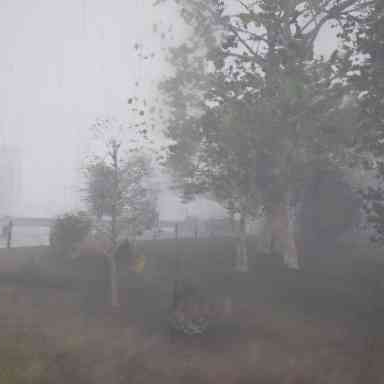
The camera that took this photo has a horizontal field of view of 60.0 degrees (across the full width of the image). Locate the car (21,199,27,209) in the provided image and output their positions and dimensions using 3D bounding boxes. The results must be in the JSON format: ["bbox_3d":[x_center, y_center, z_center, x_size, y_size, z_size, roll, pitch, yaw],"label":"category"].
[{"bbox_3d":[-36.011,2.848,75.307,2.185,1.767,4.553,1,1,18],"label":"car"}]

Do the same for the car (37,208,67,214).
[{"bbox_3d":[-17.357,3.615,44.044,5.566,2.045,2.435,1,1,17],"label":"car"}]

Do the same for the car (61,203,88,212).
[{"bbox_3d":[-21.853,3.198,64.131,2.435,2.045,5.566,2,2,18],"label":"car"}]

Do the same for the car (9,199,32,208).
[{"bbox_3d":[-40.681,2.690,79.098,2.185,1.767,4.553,1,2,18],"label":"car"}]

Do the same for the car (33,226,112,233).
[{"bbox_3d":[-9.272,4.067,26.581,5.566,2.045,2.435,2,2,17],"label":"car"}]

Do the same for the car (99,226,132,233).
[{"bbox_3d":[-7.403,4.068,29.005,5.566,2.045,2.435,2,1,17],"label":"car"}]

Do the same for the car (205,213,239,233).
[{"bbox_3d":[3.057,3.015,31.246,1.837,1.490,4.892,2,-3,35],"label":"car"}]

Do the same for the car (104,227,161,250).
[{"bbox_3d":[-5.598,4.349,31.431,4.792,1.488,2.163,2,1,17],"label":"car"}]

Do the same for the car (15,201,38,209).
[{"bbox_3d":[-38.350,2.935,77.205,2.002,1.452,4.674,1,1,18],"label":"car"}]

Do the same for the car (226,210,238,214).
[{"bbox_3d":[5.349,3.822,52.819,2.150,2.045,5.566,1,-1,-24],"label":"car"}]

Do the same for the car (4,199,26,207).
[{"bbox_3d":[-43.030,2.613,80.965,2.185,1.767,4.553,1,2,18],"label":"car"}]

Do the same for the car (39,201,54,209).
[{"bbox_3d":[-28.939,3.250,69.743,2.002,1.452,4.674,1,2,18],"label":"car"}]

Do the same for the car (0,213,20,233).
[{"bbox_3d":[-22.629,3.616,36.944,5.566,2.045,2.435,1,0,17],"label":"car"}]

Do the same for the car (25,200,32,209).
[{"bbox_3d":[-33.636,3.052,73.476,2.097,1.535,5.008,2,2,18],"label":"car"}]

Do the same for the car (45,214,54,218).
[{"bbox_3d":[-19.081,3.896,41.690,4.792,1.488,2.163,1,0,17],"label":"car"}]

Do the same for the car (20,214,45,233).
[{"bbox_3d":[-20.852,3.616,39.310,5.566,2.045,2.435,1,0,17],"label":"car"}]

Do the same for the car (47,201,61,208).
[{"bbox_3d":[-26.519,3.283,68.061,1.946,1.575,5.366,1,1,18],"label":"car"}]

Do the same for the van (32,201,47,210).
[{"bbox_3d":[-31.318,2.908,71.489,1.878,1.987,4.442,1,2,18],"label":"van"}]
